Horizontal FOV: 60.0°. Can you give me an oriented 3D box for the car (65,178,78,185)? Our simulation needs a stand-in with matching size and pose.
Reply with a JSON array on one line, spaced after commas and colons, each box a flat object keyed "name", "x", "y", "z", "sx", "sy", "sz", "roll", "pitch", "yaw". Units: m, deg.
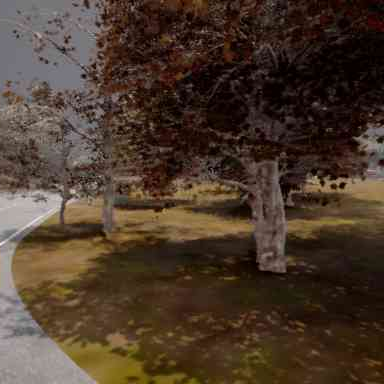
[{"name": "car", "x": -19.111, "y": -1.629, "z": 52.218, "sx": 1.882, "sy": 1.535, "sz": 5.008, "roll": 0, "pitch": 4, "yaw": -6}]
